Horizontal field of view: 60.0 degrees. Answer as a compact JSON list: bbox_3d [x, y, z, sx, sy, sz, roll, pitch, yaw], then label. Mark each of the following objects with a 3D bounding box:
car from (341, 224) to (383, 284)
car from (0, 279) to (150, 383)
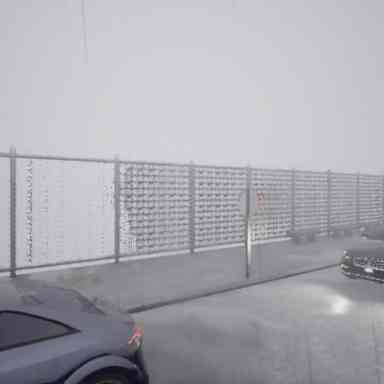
[{"bbox_3d":[5.914,1.503,8.808,4.892,1.490,1.837,0,0,-35],"label":"car"},{"bbox_3d":[-2.479,1.564,2.832,4.181,1.385,1.994,0,0,-36],"label":"car"}]
